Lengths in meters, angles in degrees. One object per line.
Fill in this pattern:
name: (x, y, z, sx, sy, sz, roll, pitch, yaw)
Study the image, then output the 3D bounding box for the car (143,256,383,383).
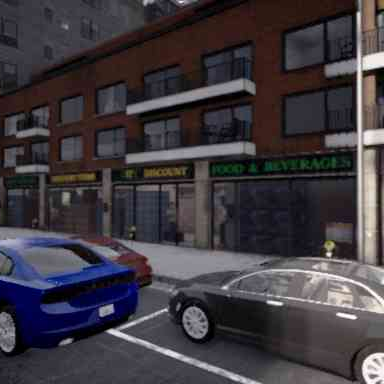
car: (1.589, 1.658, 5.005, 4.403, 1.369, 2.008, -1, -1, 37)

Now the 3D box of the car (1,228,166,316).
car: (-2.835, 1.743, 8.305, 4.206, 1.307, 1.802, -1, -1, 37)

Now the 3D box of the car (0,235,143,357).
car: (-3.231, 1.600, 6.342, 5.008, 1.535, 1.882, -1, -1, 37)
